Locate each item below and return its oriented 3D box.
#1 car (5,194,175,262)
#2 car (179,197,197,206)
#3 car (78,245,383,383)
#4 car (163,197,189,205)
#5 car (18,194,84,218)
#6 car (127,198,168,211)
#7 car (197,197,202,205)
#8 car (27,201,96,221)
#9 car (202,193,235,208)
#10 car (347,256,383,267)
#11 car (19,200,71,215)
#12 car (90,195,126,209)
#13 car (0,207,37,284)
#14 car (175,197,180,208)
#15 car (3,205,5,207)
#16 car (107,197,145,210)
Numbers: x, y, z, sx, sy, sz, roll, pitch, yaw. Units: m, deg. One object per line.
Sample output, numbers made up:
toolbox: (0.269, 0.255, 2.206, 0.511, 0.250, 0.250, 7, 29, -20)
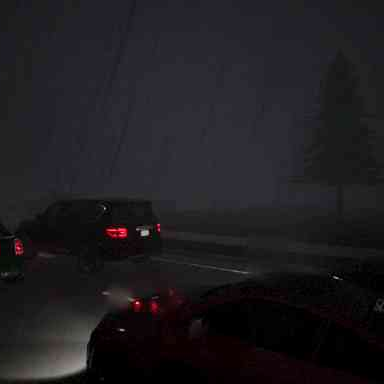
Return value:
car: (-3.473, 1.221, 10.732, 5.566, 2.045, 2.150, 0, 0, 36)
car: (-0.057, 1.525, 55.951, 1.812, 1.442, 4.674, 0, 0, 36)
car: (0.834, 1.564, 3.394, 4.181, 1.385, 1.994, 0, 0, 35)
car: (-2.764, 1.601, 58.175, 1.895, 1.301, 4.718, 0, 0, 36)
car: (-13.348, 1.220, 31.850, 2.150, 2.045, 5.566, 0, 0, 36)
car: (-5.632, 1.547, 42.406, 2.033, 1.411, 5.357, 0, 0, 36)
car: (3.308, 1.601, 54.615, 1.895, 1.301, 4.718, 0, 0, 36)
car: (-11.148, 1.547, 28.890, 2.033, 1.411, 5.357, 0, 0, 36)
car: (4.397, 1.215, 50.194, 2.150, 2.045, 5.566, 0, 1, 36)
car: (4.703, 1.478, 4.933, 5.008, 1.535, 1.882, 0, 0, 35)
car: (-15.378, 1.601, 35.004, 1.895, 1.301, 4.718, 0, 0, 36)
car: (-11.616, 1.352, 46.083, 2.097, 1.767, 4.553, 0, 0, 36)
car: (-6.217, 1.352, 8.391, 4.553, 1.767, 2.097, 0, 0, 36)
car: (-3.903, 1.601, 38.843, 1.895, 1.301, 4.718, 0, 0, 36)
car: (-18.286, 1.504, 36.959, 1.837, 1.490, 4.892, 0, 0, 36)
car: (-8.678, 1.478, 44.170, 1.882, 1.535, 5.008, 0, 0, 36)
